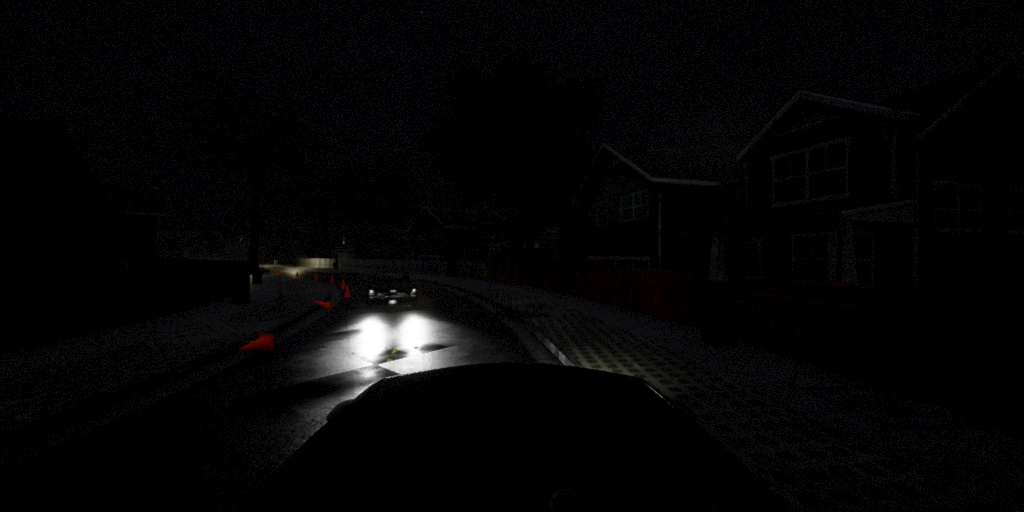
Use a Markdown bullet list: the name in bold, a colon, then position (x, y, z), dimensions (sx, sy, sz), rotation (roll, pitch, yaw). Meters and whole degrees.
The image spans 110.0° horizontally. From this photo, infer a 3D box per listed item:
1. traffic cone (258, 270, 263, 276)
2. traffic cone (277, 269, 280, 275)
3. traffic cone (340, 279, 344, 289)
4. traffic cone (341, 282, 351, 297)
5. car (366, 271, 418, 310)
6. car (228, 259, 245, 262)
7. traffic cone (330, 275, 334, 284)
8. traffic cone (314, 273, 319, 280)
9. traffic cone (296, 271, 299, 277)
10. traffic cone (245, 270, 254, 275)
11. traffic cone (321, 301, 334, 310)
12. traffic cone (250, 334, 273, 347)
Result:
- **traffic cone**: position (-26.837, 1.594, 38.573), dimensions (0.340, 0.580, 0.340), rotation (0, 0, 40)
- **traffic cone**: position (-23.028, 1.605, 35.334), dimensions (0.340, 0.580, 0.340), rotation (0, 0, 40)
- **traffic cone**: position (-10.049, 1.655, 21.372), dimensions (0.340, 0.580, 0.340), rotation (0, 0, -31)
- **traffic cone**: position (-7.887, 1.669, 17.185), dimensions (0.340, 0.580, 0.340), rotation (0, 0, -24)
- **car**: position (-4.986, 1.323, 14.842), dimensions (1.895, 1.301, 4.718), rotation (0, 0, -20)
- **car**: position (-39.650, 1.106, 51.329), dimensions (4.674, 1.442, 1.812), rotation (0, 0, 33)
- **traffic cone**: position (-12.678, 1.641, 25.282), dimensions (0.340, 0.580, 0.340), rotation (0, 0, -37)
- **traffic cone**: position (-15.741, 1.628, 28.863), dimensions (0.340, 0.580, 0.340), rotation (0, 0, -44)
- **traffic cone**: position (-19.219, 1.617, 32.094), dimensions (0.340, 0.580, 0.340), rotation (0, 0, 40)
- **traffic cone**: position (-30.646, 1.582, 41.813), dimensions (0.340, 0.580, 0.340), rotation (0, 0, 40)
- **traffic cone**: position (-6.471, 1.514, 12.791), dimensions (0.340, 0.580, 0.340), rotation (0, 0, -6)
- **traffic cone**: position (-5.177, 1.526, 7.560), dimensions (0.340, 0.580, 0.340), rotation (0, 0, -4)
